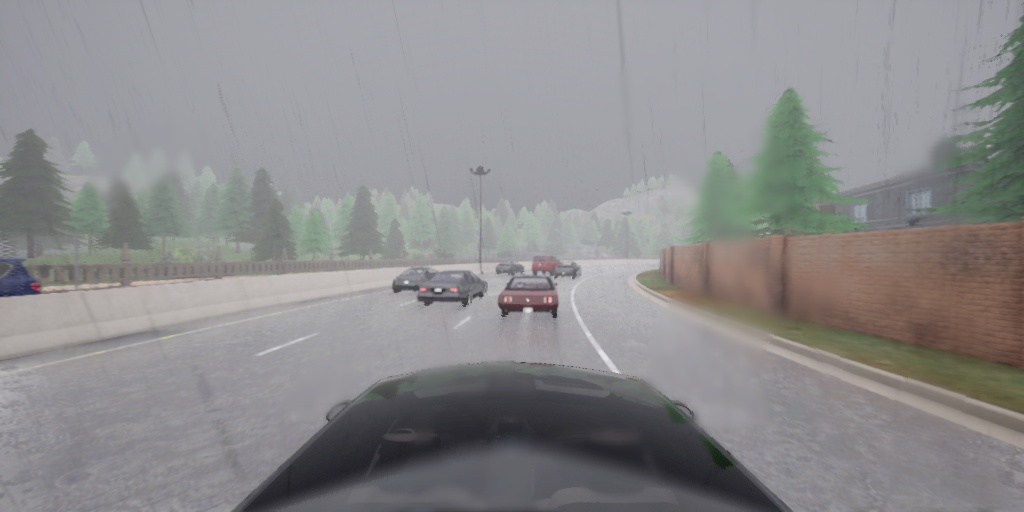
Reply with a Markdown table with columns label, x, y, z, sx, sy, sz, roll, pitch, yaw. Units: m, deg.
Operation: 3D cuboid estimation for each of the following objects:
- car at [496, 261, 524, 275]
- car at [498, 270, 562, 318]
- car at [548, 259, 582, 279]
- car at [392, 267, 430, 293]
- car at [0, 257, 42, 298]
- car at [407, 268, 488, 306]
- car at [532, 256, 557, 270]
| label | x | y | z | sx | sy | sz | roll | pitch | yaw |
| --- | --- | --- | --- | --- | --- | --- | --- | --- | --- |
| car | -0.130 | 1.253 | 38.153 | 2.128 | 1.511 | 4.902 | 0 | 0 | 20 |
| car | 0.734 | 1.352 | 13.090 | 1.895 | 1.301 | 4.718 | 0 | 0 | 6 |
| car | 5.052 | 1.234 | 32.065 | 2.128 | 1.511 | 4.902 | 0 | 0 | 18 |
| car | -5.136 | 1.335 | 20.644 | 1.994 | 1.385 | 4.181 | 0 | 0 | 11 |
| car | -13.924 | 1.019 | 7.386 | 2.150 | 2.045 | 5.566 | 0 | 0 | 3 |
| car | -2.425 | 1.309 | 15.744 | 2.033 | 1.411 | 5.357 | 0 | 0 | 7 |
| car | 3.837 | 0.970 | 38.732 | 2.150 | 2.045 | 5.566 | 0 | 0 | 22 |
